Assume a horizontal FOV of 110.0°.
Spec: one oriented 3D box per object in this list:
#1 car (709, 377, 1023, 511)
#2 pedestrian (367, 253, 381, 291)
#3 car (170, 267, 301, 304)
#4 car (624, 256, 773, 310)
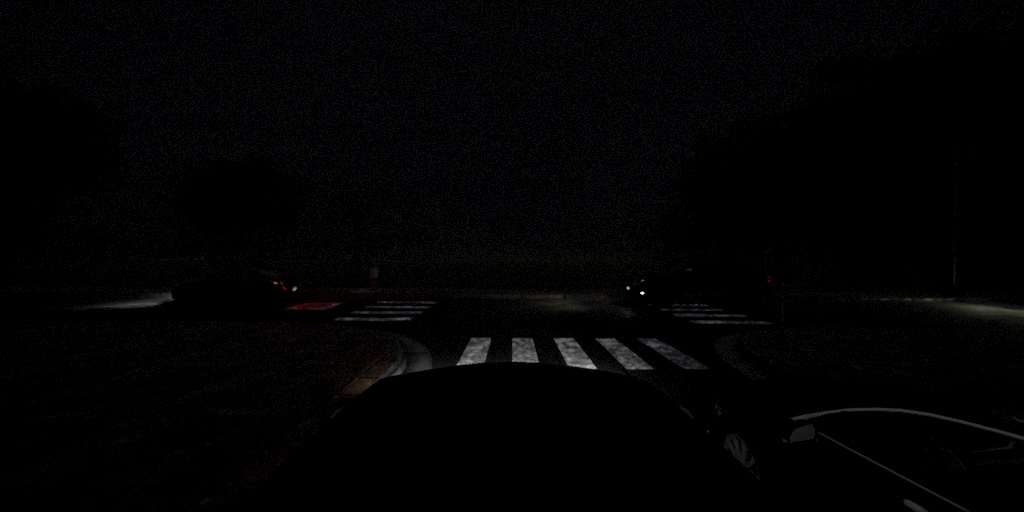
[{"bbox_3d":[2.636,1.300,1.534,2.007,1.370,4.403,0,0,0],"label":"car"},{"bbox_3d":[-6.847,0.752,17.733,0.375,1.860,0.375,0,1,0],"label":"pedestrian"},{"bbox_3d":[-11.434,1.172,15.034,4.674,1.442,1.812,0,1,-1],"label":"car"},{"bbox_3d":[7.582,1.023,14.808,5.566,2.045,2.150,1,1,0],"label":"car"}]
